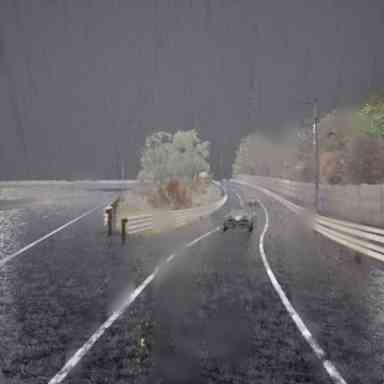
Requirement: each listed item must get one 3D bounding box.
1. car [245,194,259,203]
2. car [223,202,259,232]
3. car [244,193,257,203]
[{"bbox_3d":[9.794,1.526,54.051,2.097,1.767,4.553,-1,2,9],"label":"car"},{"bbox_3d":[3.628,1.894,24.765,2.097,1.767,4.553,-1,-1,14],"label":"car"},{"bbox_3d":[11.268,1.162,64.082,2.128,1.511,4.902,-1,3,7],"label":"car"}]
